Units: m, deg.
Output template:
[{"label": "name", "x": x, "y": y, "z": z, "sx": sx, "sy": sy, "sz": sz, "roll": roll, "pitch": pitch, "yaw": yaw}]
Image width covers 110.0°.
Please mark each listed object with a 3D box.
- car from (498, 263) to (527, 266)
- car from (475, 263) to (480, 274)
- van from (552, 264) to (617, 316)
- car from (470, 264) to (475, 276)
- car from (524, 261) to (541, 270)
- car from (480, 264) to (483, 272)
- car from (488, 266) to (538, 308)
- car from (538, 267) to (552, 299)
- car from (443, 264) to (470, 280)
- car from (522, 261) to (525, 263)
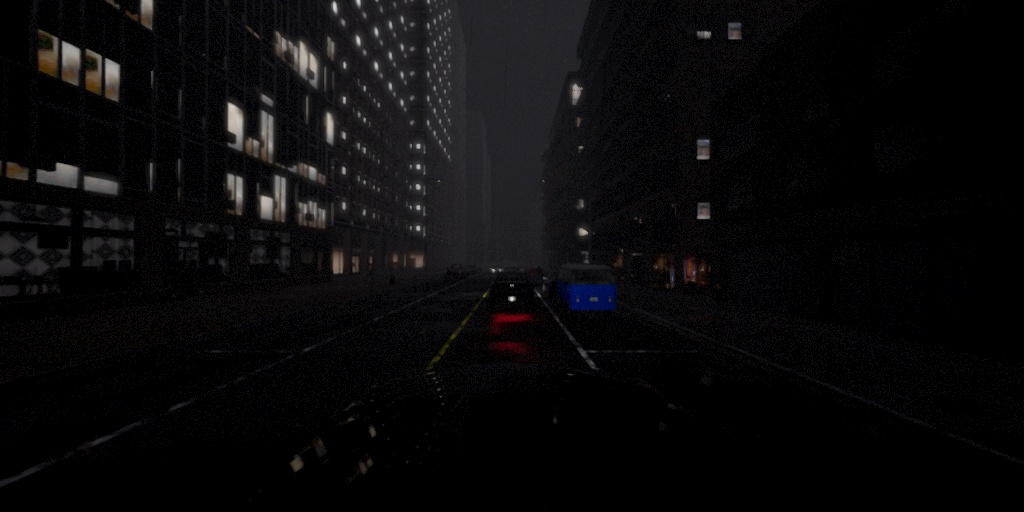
[{"label": "car", "x": 0.004, "y": 1.591, "z": 31.161, "sx": 1.994, "sy": 1.385, "sz": 4.181, "roll": 0, "pitch": 0, "yaw": 0}, {"label": "car", "x": -5.692, "y": 1.747, "z": 47.512, "sx": 1.948, "sy": 1.339, "sz": 4.313, "roll": 0, "pitch": 0, "yaw": 0}, {"label": "van", "x": 2.689, "y": 1.202, "z": 13.622, "sx": 1.690, "sy": 1.789, "sz": 3.998, "roll": 0, "pitch": 0, "yaw": 0}, {"label": "car", "x": -5.692, "y": 1.709, "z": 41.863, "sx": 1.802, "sy": 1.307, "sz": 4.207, "roll": 0, "pitch": 0, "yaw": 0}, {"label": "car", "x": 2.688, "y": 1.672, "z": 41.863, "sx": 1.888, "sy": 1.381, "sz": 4.507, "roll": 0, "pitch": 0, "yaw": 0}, {"label": "car", "x": -5.692, "y": 1.872, "z": 58.809, "sx": 1.802, "sy": 1.307, "sz": 4.207, "roll": 0, "pitch": 0, "yaw": 0}, {"label": "car", "x": 0.005, "y": 1.393, "z": 16.144, "sx": 1.837, "sy": 1.490, "sz": 4.892, "roll": 0, "pitch": 0, "yaw": 0}, {"label": "car", "x": 2.690, "y": 1.480, "z": 19.271, "sx": 1.948, "sy": 1.339, "sz": 4.313, "roll": 0, "pitch": 0, "yaw": 0}, {"label": "car", "x": -5.692, "y": 1.514, "z": 36.216, "sx": 1.967, "sy": 1.591, "sz": 4.097, "roll": 0, "pitch": 0, "yaw": 0}, {"label": "car", "x": 2.688, "y": 1.760, "z": 53.330, "sx": 1.751, "sy": 1.417, "sz": 4.829, "roll": 0, "pitch": 0, "yaw": 0}]
